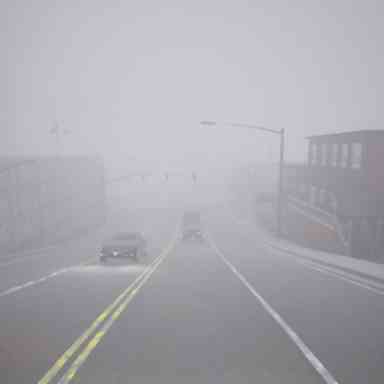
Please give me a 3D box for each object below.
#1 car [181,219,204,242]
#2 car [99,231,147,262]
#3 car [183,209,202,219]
[{"bbox_3d":[0.045,3.710,30.892,1.837,1.490,4.892,0,-1,0],"label":"car"},{"bbox_3d":[-3.613,2.904,18.184,1.837,1.490,4.892,0,-5,0],"label":"car"},{"bbox_3d":[0.010,3.149,41.577,2.150,2.045,5.566,0,4,1],"label":"car"}]
